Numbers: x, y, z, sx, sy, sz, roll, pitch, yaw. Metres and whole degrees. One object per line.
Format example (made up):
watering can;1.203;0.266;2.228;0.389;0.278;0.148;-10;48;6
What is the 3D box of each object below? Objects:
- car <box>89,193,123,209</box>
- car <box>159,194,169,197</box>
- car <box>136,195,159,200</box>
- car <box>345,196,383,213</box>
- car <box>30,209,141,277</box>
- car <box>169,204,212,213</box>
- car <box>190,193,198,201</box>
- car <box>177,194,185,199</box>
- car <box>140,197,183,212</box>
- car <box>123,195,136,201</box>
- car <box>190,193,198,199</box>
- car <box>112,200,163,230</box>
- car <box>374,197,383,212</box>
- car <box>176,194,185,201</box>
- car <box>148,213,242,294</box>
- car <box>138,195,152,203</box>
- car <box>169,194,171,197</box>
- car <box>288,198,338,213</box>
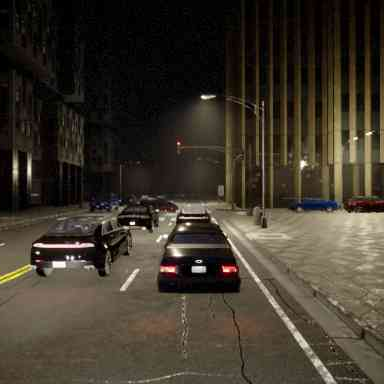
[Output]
car;-9.667;1.164;36.947;2.150;2.045;5.566;0;0;0
car;-6.208;1.438;65.593;1.895;1.301;4.718;0;0;1
car;-6.360;1.508;47.618;1.895;1.301;4.718;0;0;0
car;17.225;1.200;31.847;4.553;1.767;2.097;0;0;1
car;-3.101;1.486;10.225;2.128;1.511;4.902;0;0;0
car;0.092;1.473;18.695;2.128;1.511;4.902;0;0;0
car;0.389;1.283;77.095;1.837;1.490;4.892;0;0;0
car;-2.808;1.177;87.564;1.895;1.301;4.718;0;0;0
car;-3.325;1.510;35.335;1.994;1.385;4.181;-1;0;-40
car;-9.593;1.250;50.253;2.097;1.767;4.553;0;0;0
car;0.442;1.107;87.517;2.128;1.511;4.902;0;0;0
car;-3.054;1.458;19.601;1.882;1.535;5.008;0;0;0
car;22.176;1.339;35.018;4.902;1.511;2.128;0;0;0
car;-2.861;1.308;77.112;2.128;1.511;4.902;0;0;0
car;0.143;1.543;8.951;2.033;1.411;5.357;0;0;0
car;-9.422;1.377;67.610;2.033;1.411;5.357;0;0;1
car;-6.093;1.286;80.724;2.128;1.511;4.902;0;0;0
car;12.710;1.365;35.047;5.008;1.535;1.882;0;0;1
